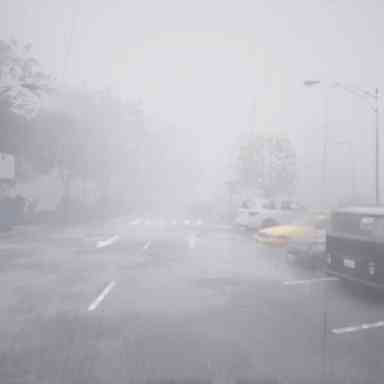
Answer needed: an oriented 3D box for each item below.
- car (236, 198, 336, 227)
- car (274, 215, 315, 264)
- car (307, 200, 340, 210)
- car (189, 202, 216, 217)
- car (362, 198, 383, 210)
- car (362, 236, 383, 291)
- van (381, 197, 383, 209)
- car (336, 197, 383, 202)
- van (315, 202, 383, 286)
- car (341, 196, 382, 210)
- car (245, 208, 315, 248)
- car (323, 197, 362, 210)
[{"bbox_3d":[5.389,1.430,20.032,5.566,2.045,2.435,1,-1,-20],"label":"car"},{"bbox_3d":[5.382,1.633,10.995,4.674,1.452,2.002,1,0,-20],"label":"car"},{"bbox_3d":[20.956,2.048,53.079,2.163,1.488,4.792,0,-1,-21],"label":"car"},{"bbox_3d":[1.204,1.848,36.315,2.128,1.511,4.902,-1,-1,20],"label":"car"},{"bbox_3d":[30.035,1.900,53.328,2.185,1.767,4.553,1,-2,-22],"label":"car"},{"bbox_3d":[5.367,1.535,4.993,5.008,1.535,2.097,1,-1,-20],"label":"car"},{"bbox_3d":[33.015,1.804,53.480,1.878,1.987,4.442,0,-1,-21],"label":"van"},{"bbox_3d":[18.356,1.595,36.023,2.435,2.045,5.566,0,0,-21],"label":"car"},{"bbox_3d":[5.488,1.340,8.040,4.442,1.987,1.878,1,-1,-20],"label":"van"},{"bbox_3d":[27.039,1.771,53.201,2.435,2.045,5.566,1,-2,-22],"label":"car"},{"bbox_3d":[5.200,1.617,13.937,5.366,1.575,1.946,1,0,-20],"label":"car"},{"bbox_3d":[23.979,1.770,53.164,2.435,2.045,5.566,0,-1,-21],"label":"car"}]
